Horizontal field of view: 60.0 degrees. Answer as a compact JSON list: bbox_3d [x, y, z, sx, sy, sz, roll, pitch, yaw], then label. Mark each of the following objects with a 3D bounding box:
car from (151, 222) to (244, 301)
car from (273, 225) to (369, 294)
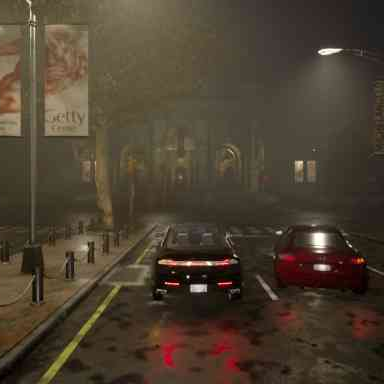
[{"bbox_3d":[0.080,1.492,8.316,2.128,1.511,4.902,0,0,-1],"label":"car"},{"bbox_3d":[3.252,1.564,8.967,1.994,1.385,4.181,0,0,14],"label":"car"}]
